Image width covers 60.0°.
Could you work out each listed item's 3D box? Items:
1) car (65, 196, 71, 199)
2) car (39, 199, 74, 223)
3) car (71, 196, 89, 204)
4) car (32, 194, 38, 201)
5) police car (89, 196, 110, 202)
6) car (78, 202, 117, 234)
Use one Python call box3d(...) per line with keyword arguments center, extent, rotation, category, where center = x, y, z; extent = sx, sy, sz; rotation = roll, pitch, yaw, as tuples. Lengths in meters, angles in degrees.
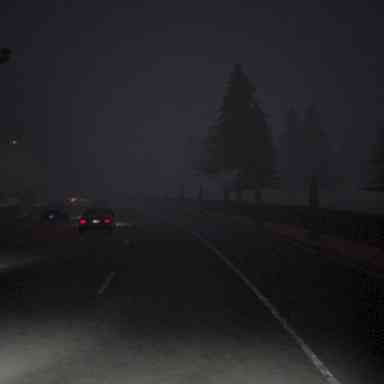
box3d(center=(-26.343, 1.565, 72.044), extent=(1.801, 1.575, 5.366), rotation=(0, 0, -41), category="car")
box3d(center=(-10.621, 1.568, 25.964), extent=(1.812, 1.442, 4.674), rotation=(0, 0, -14), category="car")
box3d(center=(-22.161, 1.550, 66.963), extent=(1.801, 1.575, 5.366), rotation=(0, 0, -38), category="car")
box3d(center=(-41.312, 1.405, 85.115), extent=(4.553, 1.767, 2.097), rotation=(0, 0, 38), category="car")
box3d(center=(-15.842, 1.497, 57.906), extent=(1.930, 1.638, 5.238), rotation=(0, 0, -32), category="police car")
box3d(center=(-5.489, 1.572, 19.591), extent=(2.033, 1.411, 5.357), rotation=(0, 0, -11), category="car")
